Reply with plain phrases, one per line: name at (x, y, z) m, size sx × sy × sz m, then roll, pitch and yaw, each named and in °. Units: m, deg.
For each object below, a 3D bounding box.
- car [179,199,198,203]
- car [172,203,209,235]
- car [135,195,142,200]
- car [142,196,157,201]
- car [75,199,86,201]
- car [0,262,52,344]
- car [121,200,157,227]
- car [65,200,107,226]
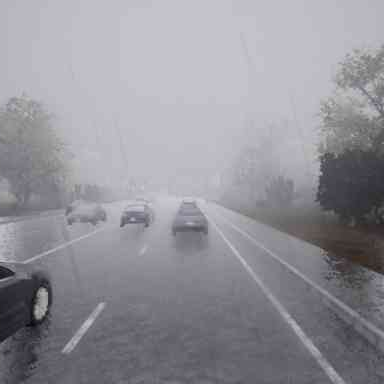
car at (-0.344, 1.496, 36.369) m, size 2.128 × 1.511 × 4.902 m, roll 0°, pitch 0°, yaw -1°
car at (-0.109, 1.567, 18.995) m, size 1.994 × 1.385 × 4.181 m, roll 0°, pitch 0°, yaw -1°
car at (-11.454, 1.494, 73.524) m, size 1.882 × 1.535 × 5.008 m, roll 0°, pitch 0°, yaw -1°
car at (-7.837, 1.517, 63.636) m, size 1.837 × 1.490 × 4.892 m, roll 0°, pitch 0°, yaw 0°
car at (-10.996, 1.490, 33.222) m, size 1.882 × 1.535 × 5.008 m, roll 0°, pitch 0°, yaw -1°
car at (-3.444, 1.508, 4.146) m, size 1.837 × 1.490 × 4.892 m, roll 0°, pitch 0°, yaw 0°
car at (-3.645, 1.531, 22.732) m, size 1.812 × 1.442 × 4.674 m, roll 0°, pitch 0°, yaw -1°
car at (-7.371, 1.534, 23.799) m, size 1.812 × 1.442 × 4.674 m, roll 0°, pitch 0°, yaw -1°
